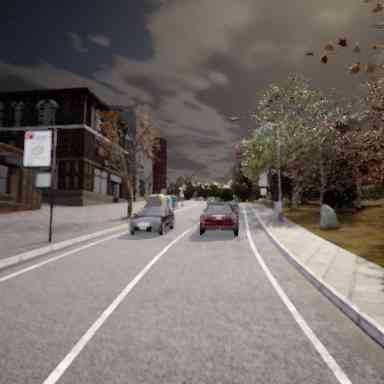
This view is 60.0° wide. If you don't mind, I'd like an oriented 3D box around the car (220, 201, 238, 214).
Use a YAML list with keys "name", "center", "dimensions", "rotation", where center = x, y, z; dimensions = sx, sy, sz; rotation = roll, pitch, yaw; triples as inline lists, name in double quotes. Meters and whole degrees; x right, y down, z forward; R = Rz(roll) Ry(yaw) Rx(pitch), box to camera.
- name: "car"
  center: [4.201, 1.668, 37.105]
  dimensions: [1.895, 1.301, 4.718]
  rotation: [-1, 0, 8]

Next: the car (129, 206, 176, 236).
- name: "car"
  center: [-2.158, 1.557, 19.151]
  dimensions: [2.128, 1.511, 4.902]
  rotation: [-1, 0, 8]

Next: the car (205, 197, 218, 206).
- name: "car"
  center: [3.575, 1.637, 60.799]
  dimensions: [2.128, 1.511, 4.902]
  rotation: [0, 0, 4]

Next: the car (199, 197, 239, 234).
- name: "car"
  center: [1.656, 1.379, 19.394]
  dimensions: [2.097, 1.767, 4.553]
  rotation: [-1, 0, 7]
